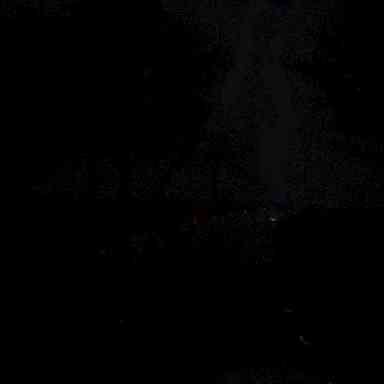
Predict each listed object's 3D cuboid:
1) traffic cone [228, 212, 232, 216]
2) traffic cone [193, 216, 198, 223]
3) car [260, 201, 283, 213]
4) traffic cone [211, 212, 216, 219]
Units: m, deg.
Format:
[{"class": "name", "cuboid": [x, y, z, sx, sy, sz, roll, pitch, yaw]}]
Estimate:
[{"class": "traffic cone", "cuboid": [4.092, 2.253, 35.773, 0.340, 0.580, 0.340, -1, -1, 25]}, {"class": "traffic cone", "cuboid": [0.231, 2.129, 26.203, 0.340, 0.580, 0.340, 0, -1, 19]}, {"class": "car", "cuboid": [10.129, 1.868, 42.140, 1.837, 1.490, 4.892, -1, -2, 31]}, {"class": "traffic cone", "cuboid": [2.018, 2.193, 31.046, 0.340, 0.580, 0.340, -1, -1, 22]}]
